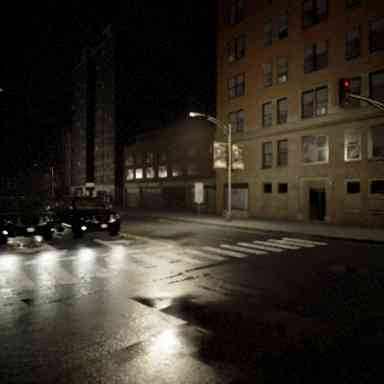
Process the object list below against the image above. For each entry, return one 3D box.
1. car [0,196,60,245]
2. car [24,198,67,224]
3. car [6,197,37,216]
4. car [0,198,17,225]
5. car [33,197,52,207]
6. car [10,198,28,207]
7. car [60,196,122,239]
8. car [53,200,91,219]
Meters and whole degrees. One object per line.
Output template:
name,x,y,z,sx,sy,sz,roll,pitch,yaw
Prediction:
car,-8.473,1.253,16.361,2.150,2.045,5.566,1,0,-36
car,-11.558,1.418,26.068,2.097,1.767,4.553,1,0,-36
car,-17.602,1.426,34.311,2.097,1.767,4.553,1,0,-37
car,-14.548,1.391,24.650,2.097,1.767,4.553,1,0,-36
car,-25.212,1.655,55.990,1.837,1.490,4.892,1,0,-36
car,-28.879,1.687,55.487,1.994,1.385,4.181,1,-1,-36
car,-5.846,1.279,18.271,2.150,2.045,5.566,1,0,-36
car,-11.544,1.589,31.866,2.128,1.511,4.902,1,0,-36
